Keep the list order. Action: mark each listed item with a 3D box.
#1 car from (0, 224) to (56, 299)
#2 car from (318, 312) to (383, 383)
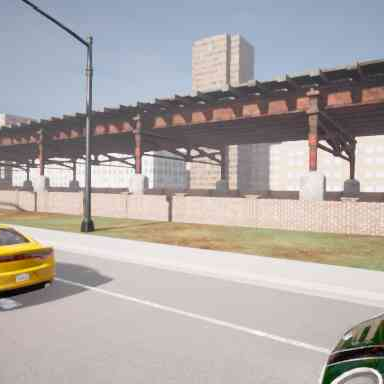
[{"bbox_3d":[-5.218,1.452,7.721,5.008,1.535,1.882,0,0,36],"label":"car"},{"bbox_3d":[3.065,1.353,1.805,4.553,1.767,2.097,0,0,36],"label":"car"}]
